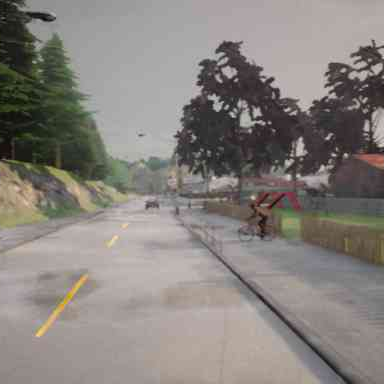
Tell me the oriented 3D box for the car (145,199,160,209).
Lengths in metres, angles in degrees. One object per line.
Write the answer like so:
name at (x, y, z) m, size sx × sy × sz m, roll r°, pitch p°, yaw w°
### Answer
car at (-5.693, 1.676, 47.661) m, size 1.812 × 1.442 × 4.674 m, roll -1°, pitch 0°, yaw -7°

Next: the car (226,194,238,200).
car at (7.867, 1.133, 65.782) m, size 1.994 × 1.381 × 4.181 m, roll -1°, pitch 0°, yaw -7°

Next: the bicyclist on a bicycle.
bicyclist on a bicycle at (2.723, 1.288, 13.972) m, size 1.656 × 1.620 × 0.582 m, roll -2°, pitch 0°, yaw -7°
